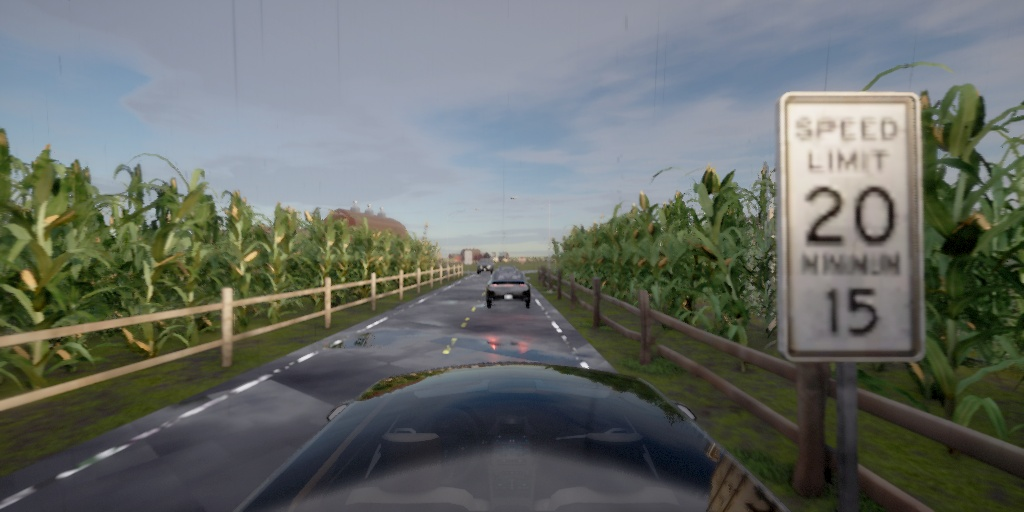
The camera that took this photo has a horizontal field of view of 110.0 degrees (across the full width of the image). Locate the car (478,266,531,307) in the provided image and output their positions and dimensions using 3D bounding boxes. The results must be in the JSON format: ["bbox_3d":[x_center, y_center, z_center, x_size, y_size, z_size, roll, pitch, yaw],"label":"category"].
[{"bbox_3d":[-0.168,1.379,16.196,2.128,1.511,4.902,0,0,-1],"label":"car"}]

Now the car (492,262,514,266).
[{"bbox_3d":[-0.413,1.521,31.190,2.128,1.511,4.902,0,0,-1],"label":"car"}]

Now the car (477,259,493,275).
[{"bbox_3d":[-3.439,1.391,47.694,2.150,2.045,5.566,0,-1,-1],"label":"car"}]
